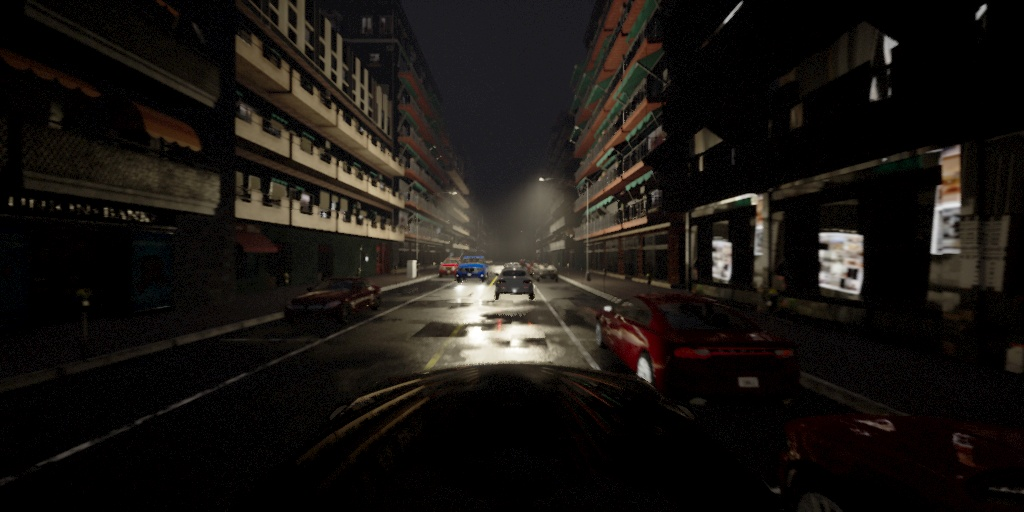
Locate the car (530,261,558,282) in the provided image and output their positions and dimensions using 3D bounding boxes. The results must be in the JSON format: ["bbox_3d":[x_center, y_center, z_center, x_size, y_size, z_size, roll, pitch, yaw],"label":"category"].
[{"bbox_3d":[2.703,1.335,28.959,2.007,1.370,4.403,0,0,0],"label":"car"}]

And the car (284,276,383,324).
[{"bbox_3d":[-5.685,1.345,11.996,1.802,1.307,4.207,0,0,0],"label":"car"}]

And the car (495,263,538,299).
[{"bbox_3d":[0.109,1.296,18.190,1.812,1.442,4.674,0,0,0],"label":"car"}]

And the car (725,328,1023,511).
[{"bbox_3d":[2.690,1.294,0.648,1.888,1.381,4.507,0,0,0],"label":"car"}]

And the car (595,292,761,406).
[{"bbox_3d":[2.693,1.301,6.309,1.888,1.381,4.507,0,0,0],"label":"car"}]

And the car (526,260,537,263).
[{"bbox_3d":[2.706,1.342,34.622,2.007,1.370,4.403,0,0,0],"label":"car"}]

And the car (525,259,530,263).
[{"bbox_3d":[2.709,1.344,40.284,1.888,1.381,4.507,0,0,0],"label":"car"}]

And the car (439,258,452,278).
[{"bbox_3d":[-5.675,1.107,34.647,2.192,1.841,5.009,0,0,0],"label":"car"}]

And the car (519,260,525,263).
[{"bbox_3d":[0.117,1.397,37.679,1.895,1.301,4.718,0,0,0],"label":"car"}]

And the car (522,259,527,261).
[{"bbox_3d":[2.711,1.248,45.944,1.967,1.591,4.097,0,0,0],"label":"car"}]

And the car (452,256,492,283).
[{"bbox_3d":[-3.085,1.007,28.798,2.150,2.045,5.566,0,0,0],"label":"car"}]
